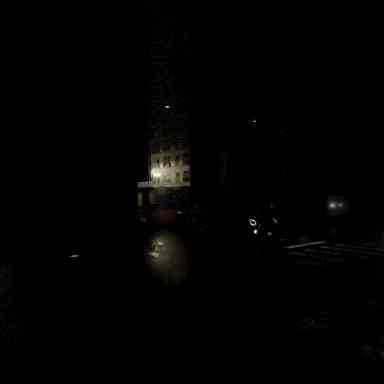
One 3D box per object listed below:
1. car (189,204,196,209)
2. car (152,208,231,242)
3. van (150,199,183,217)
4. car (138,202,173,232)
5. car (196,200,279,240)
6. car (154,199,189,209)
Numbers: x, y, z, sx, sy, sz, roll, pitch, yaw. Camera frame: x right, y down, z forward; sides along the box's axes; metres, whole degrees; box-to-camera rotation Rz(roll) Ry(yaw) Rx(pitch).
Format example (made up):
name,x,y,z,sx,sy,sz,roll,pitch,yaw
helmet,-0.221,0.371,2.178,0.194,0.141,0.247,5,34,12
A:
name,x,y,z,sx,sy,sz,roll,pitch,yaw
car,0.292,1.804,31.682,1.752,1.417,4.829,-1,0,-35
car,-0.162,1.778,17.630,1.802,1.307,4.206,-1,0,-35
van,-2.807,1.688,36.025,1.690,1.788,3.998,-1,0,-35
car,-3.360,1.705,22.113,1.967,1.590,4.097,-1,0,-35
car,2.568,1.517,18.369,2.097,1.767,4.553,0,0,-35
car,-2.596,1.630,25.648,2.097,1.767,4.553,0,0,-35
